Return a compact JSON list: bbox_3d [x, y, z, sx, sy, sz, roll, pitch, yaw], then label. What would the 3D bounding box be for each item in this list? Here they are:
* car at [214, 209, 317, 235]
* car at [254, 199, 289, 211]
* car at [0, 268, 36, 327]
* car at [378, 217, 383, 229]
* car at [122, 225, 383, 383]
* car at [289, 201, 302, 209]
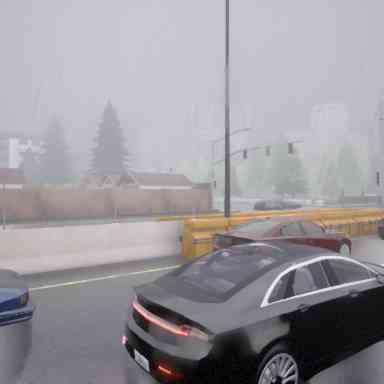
[{"bbox_3d":[2.894,1.478,10.129,5.008,1.535,1.882,0,0,-36],"label":"car"},{"bbox_3d":[8.678,1.564,37.760,1.994,1.385,4.181,0,0,-15],"label":"car"},{"bbox_3d":[-5.105,1.547,4.398,5.357,1.411,2.033,0,0,-36],"label":"car"},{"bbox_3d":[10.606,1.505,15.659,4.892,1.490,1.837,0,0,-36],"label":"car"},{"bbox_3d":[1.455,1.491,4.796,4.902,1.511,2.128,0,0,-36],"label":"car"},{"bbox_3d":[11.401,1.547,42.753,2.033,1.411,5.357,0,0,-38],"label":"car"}]
